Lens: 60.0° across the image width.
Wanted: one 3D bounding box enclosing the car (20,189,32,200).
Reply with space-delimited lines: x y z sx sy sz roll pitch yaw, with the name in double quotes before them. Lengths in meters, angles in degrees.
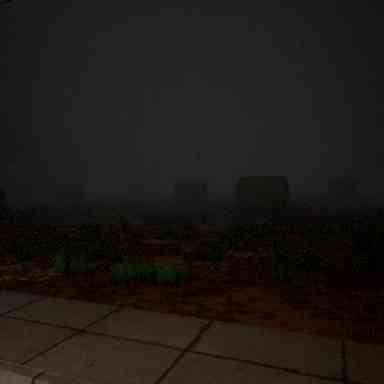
"car" -31.767 0.389 63.735 1.905 1.878 3.866 5 1 -22
